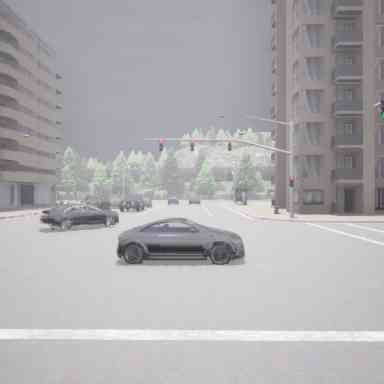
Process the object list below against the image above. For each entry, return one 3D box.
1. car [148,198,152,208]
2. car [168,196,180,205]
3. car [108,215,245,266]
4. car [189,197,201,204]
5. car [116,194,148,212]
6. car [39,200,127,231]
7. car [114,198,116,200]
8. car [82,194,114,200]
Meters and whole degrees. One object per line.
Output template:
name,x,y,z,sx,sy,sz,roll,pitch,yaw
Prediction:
car,-6.962,1.526,48.971,1.812,1.442,4.674,0,0,0
car,-3.355,1.526,60.003,1.812,1.442,4.674,0,0,0
car,-0.379,1.564,11.084,4.181,1.385,1.994,0,0,1
car,0.490,1.564,61.520,1.994,1.385,4.181,0,0,5
car,-6.999,1.221,39.442,2.150,2.045,5.566,0,0,0
car,-6.919,1.491,20.806,2.128,1.511,4.902,1,0,44
car,-10.478,1.526,45.842,1.812,1.442,4.674,0,0,0
car,-10.508,1.221,36.239,2.150,2.045,5.566,0,0,0
